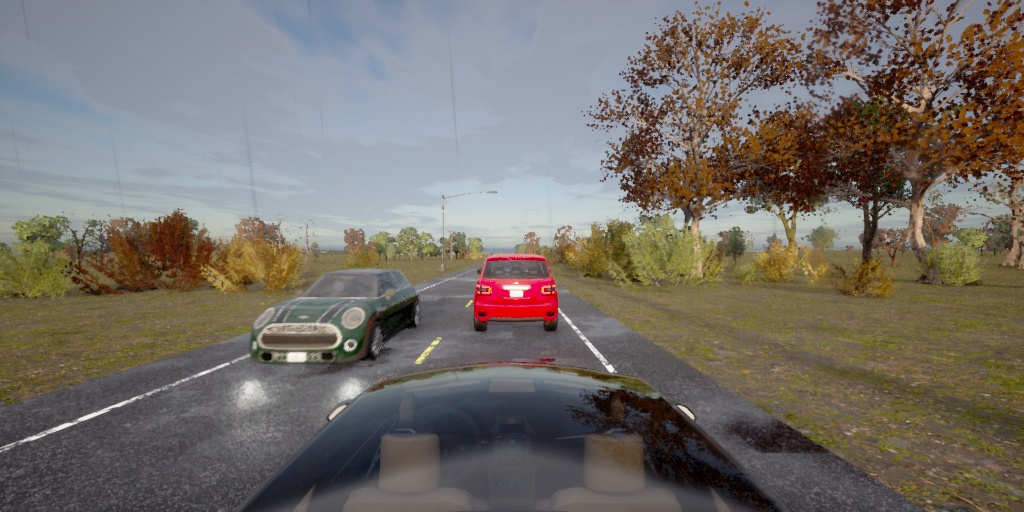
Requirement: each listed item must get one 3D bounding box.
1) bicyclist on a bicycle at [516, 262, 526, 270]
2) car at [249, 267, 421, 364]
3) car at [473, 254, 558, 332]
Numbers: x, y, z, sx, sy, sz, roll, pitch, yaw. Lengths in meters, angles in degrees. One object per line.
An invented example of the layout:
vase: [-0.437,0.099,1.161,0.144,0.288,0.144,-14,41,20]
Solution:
bicyclist on a bicycle: [0.861,1.110,30.199,0.659,1.776,1.843,0,0,0]
car: [-3.613,1.100,8.251,2.097,1.767,4.553,0,0,0]
car: [0.079,0.968,11.020,2.150,2.045,5.566,0,0,-1]
